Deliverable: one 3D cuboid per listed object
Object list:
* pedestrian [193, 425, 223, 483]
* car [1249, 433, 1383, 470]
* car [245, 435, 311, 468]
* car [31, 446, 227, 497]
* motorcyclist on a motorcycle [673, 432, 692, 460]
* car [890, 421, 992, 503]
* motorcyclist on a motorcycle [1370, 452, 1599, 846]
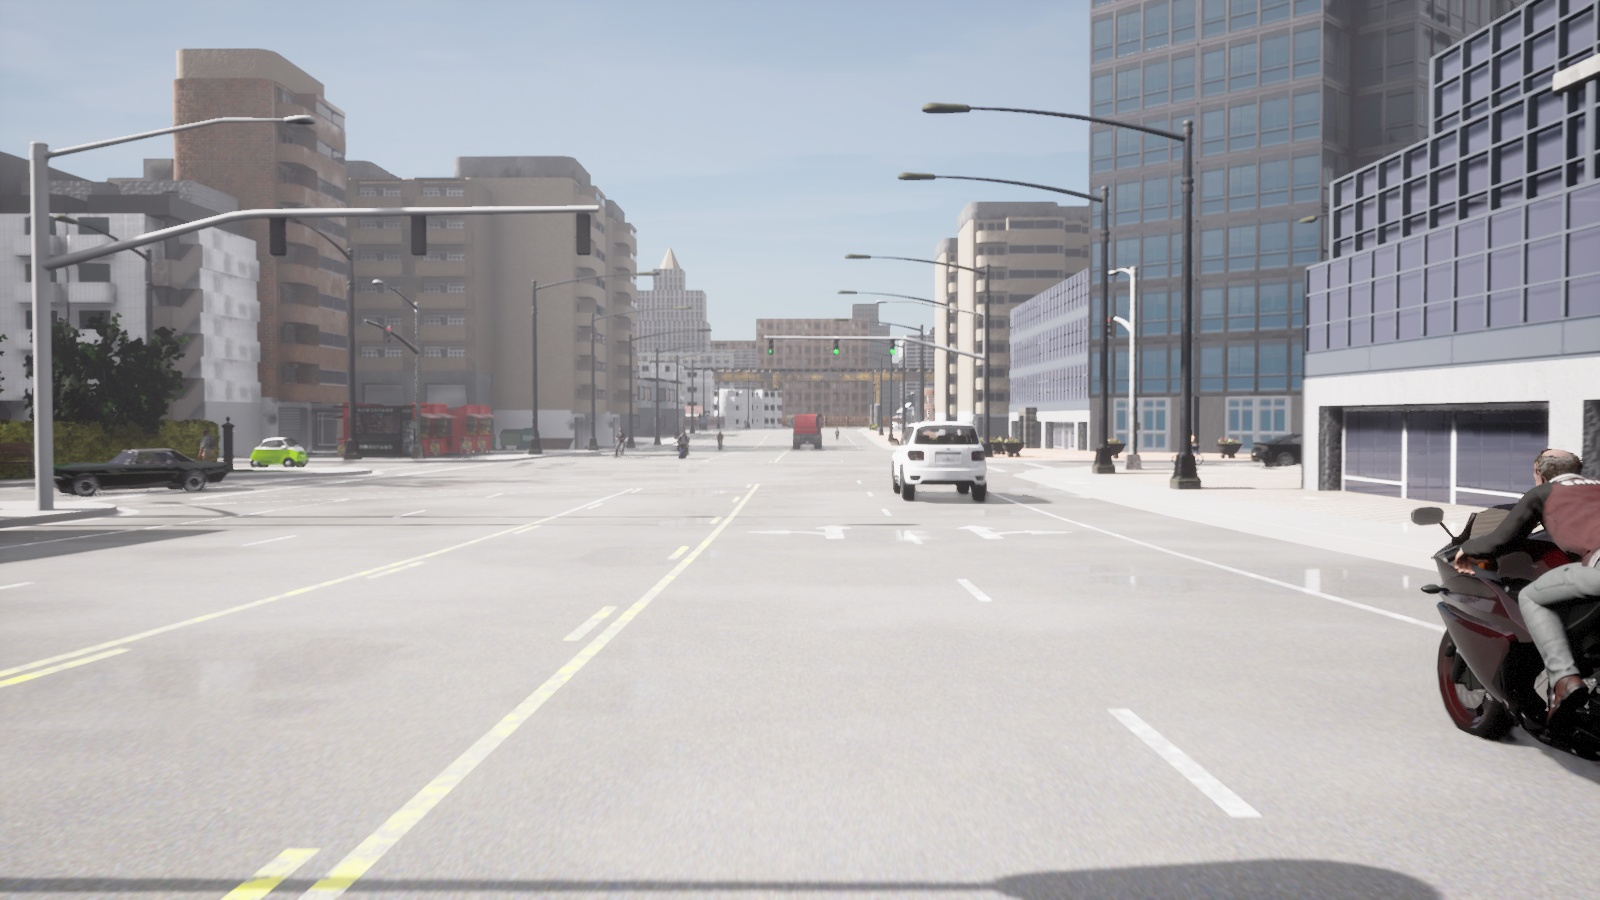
[{"bbox_3d":[-19.185,0.129,40.704,0.694,1.848,0.540,1,2,18],"label":"pedestrian"},{"bbox_3d":[22.183,0.039,54.127,5.008,1.535,1.882,0,1,1],"label":"car"},{"bbox_3d":[-22.733,0.070,54.729,2.207,1.376,1.481,0,1,1],"label":"car"},{"bbox_3d":[-19.544,0.579,36.726,4.718,1.301,1.895,-2,2,-44],"label":"car"},{"bbox_3d":[-6.580,-0.244,70.600,0.866,1.530,2.191,0,1,0],"label":"motorcyclist on a motorcycle"},{"bbox_3d":[3.712,0.241,34.042,2.150,2.045,5.566,0,1,0],"label":"car"},{"bbox_3d":[3.548,0.777,5.784,0.866,1.530,2.191,0,0,0],"label":"motorcyclist on a motorcycle"}]
